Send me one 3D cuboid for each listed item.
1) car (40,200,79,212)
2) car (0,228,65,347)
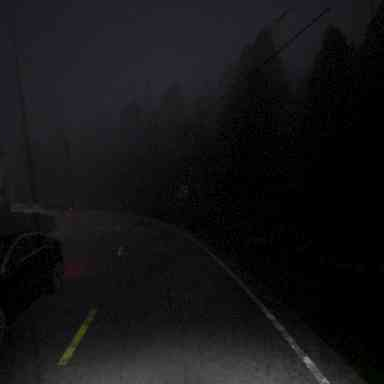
[{"bbox_3d":[-14.647,1.470,36.492,4.718,1.301,1.895,0,0,34],"label":"car"},{"bbox_3d":[-3.707,1.472,5.886,2.128,1.511,4.902,0,0,-6],"label":"car"}]
